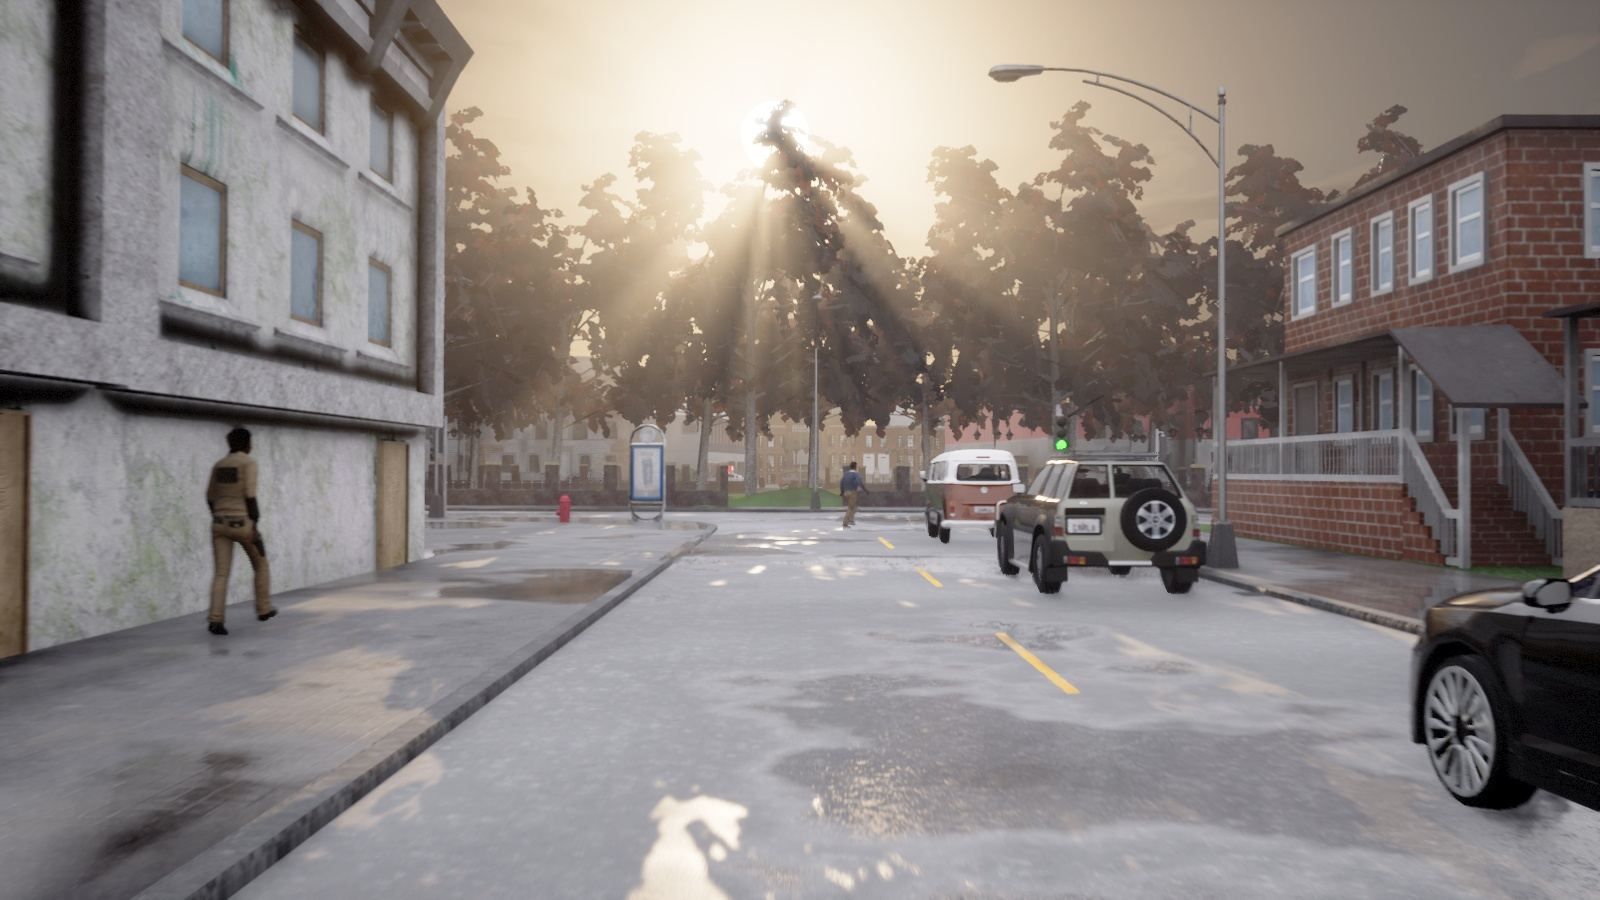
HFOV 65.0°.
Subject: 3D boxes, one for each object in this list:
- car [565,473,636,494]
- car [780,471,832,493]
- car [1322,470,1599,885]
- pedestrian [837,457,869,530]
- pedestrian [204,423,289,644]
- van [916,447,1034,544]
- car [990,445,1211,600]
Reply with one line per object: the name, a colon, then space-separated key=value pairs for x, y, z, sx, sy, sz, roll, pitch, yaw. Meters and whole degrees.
car: x=-14.371 y=2.391 z=90.712 sx=4.792 sy=1.488 sz=2.163 roll=0 pitch=-1 yaw=0
car: x=0.429 y=2.311 z=90.769 sx=3.705 sy=1.549 sz=1.789 roll=0 pitch=-1 yaw=0
car: x=3.988 y=0.832 z=4.553 sx=2.128 sy=1.511 sz=4.902 roll=0 pitch=-1 yaw=0
pedestrian: x=1.432 y=1.165 z=33.853 sx=0.788 sy=1.949 sz=0.423 roll=1 pitch=-1 yaw=-43
pedestrian: x=-4.993 y=0.734 z=11.347 sx=0.396 sy=1.930 sz=0.692 roll=0 pitch=-1 yaw=8
van: x=3.920 y=1.006 z=28.913 sx=2.069 sy=2.038 sz=4.480 roll=0 pitch=-1 yaw=0
car: x=3.955 y=0.907 z=17.388 sx=1.932 sy=1.855 sz=4.605 roll=0 pitch=-1 yaw=0
